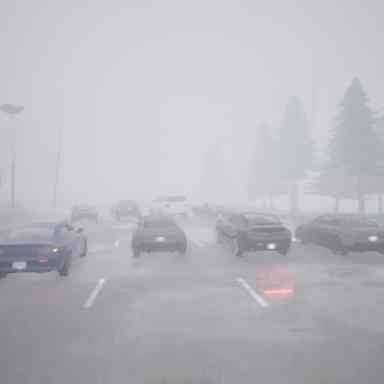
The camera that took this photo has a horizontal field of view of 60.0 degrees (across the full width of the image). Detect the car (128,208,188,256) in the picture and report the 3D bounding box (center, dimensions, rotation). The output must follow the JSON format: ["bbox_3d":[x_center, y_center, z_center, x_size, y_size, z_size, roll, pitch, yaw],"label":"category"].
[{"bbox_3d":[-1.414,1.584,13.364,1.994,1.385,4.181,0,0,-10],"label":"car"}]

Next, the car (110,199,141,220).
[{"bbox_3d":[-5.823,1.419,28.887,2.097,1.767,4.553,-1,0,-21],"label":"car"}]

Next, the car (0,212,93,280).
[{"bbox_3d":[-4.412,1.571,10.150,1.812,1.442,4.674,0,0,-8],"label":"car"}]

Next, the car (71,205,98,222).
[{"bbox_3d":[-8.721,1.693,26.799,1.895,1.301,4.718,0,0,-20],"label":"car"}]

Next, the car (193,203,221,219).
[{"bbox_3d":[1.540,1.602,29.184,1.895,1.301,4.718,0,0,-20],"label":"car"}]

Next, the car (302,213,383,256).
[{"bbox_3d":[5.728,1.519,13.026,1.994,1.385,4.181,-1,0,-9],"label":"car"}]

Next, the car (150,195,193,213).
[{"bbox_3d":[-2.100,1.254,29.052,2.150,2.045,5.566,0,0,-20],"label":"car"}]

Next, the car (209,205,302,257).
[{"bbox_3d":[2.191,1.492,13.060,1.837,1.490,4.892,0,0,-9],"label":"car"}]
